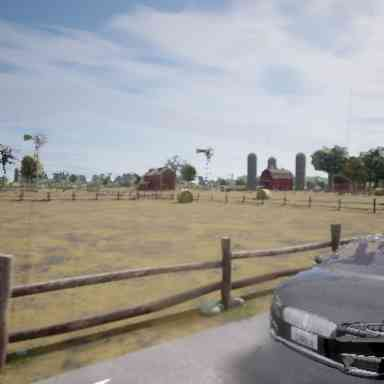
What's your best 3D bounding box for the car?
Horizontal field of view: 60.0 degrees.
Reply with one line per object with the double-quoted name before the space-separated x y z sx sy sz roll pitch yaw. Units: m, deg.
"car" 3.358 1.511 5.462 4.902 1.511 2.128 0 0 -35
